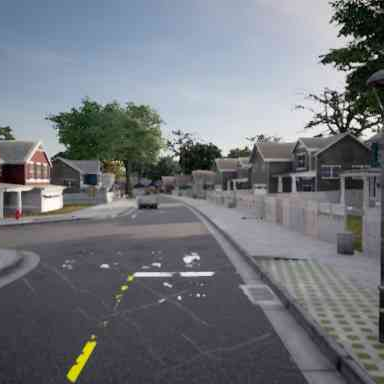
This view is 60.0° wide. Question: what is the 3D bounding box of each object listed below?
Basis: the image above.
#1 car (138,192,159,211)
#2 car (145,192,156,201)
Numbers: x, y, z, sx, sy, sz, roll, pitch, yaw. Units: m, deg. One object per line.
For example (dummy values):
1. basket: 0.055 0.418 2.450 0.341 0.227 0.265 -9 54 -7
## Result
1. car: -4.399 1.036 33.764 1.882 1.535 5.008 0 2 -5
2. car: -7.336 0.761 58.303 1.837 1.490 4.892 0 1 -8
